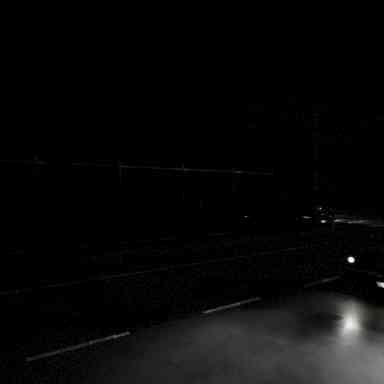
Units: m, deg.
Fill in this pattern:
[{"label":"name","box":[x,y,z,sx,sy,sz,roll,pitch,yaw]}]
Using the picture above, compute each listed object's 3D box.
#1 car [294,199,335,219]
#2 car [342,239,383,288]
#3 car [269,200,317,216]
[{"label":"car","box":[10.124,1.407,29.150,2.097,1.767,4.553,0,0,-34]},{"label":"car","box":[5.725,1.601,8.131,4.718,1.301,1.895,0,0,-36]},{"label":"car","box":[10.462,1.581,34.835,1.812,1.442,4.674,0,0,-36]}]
